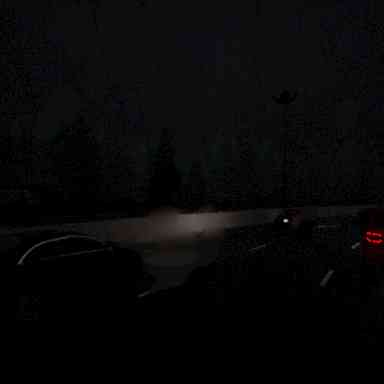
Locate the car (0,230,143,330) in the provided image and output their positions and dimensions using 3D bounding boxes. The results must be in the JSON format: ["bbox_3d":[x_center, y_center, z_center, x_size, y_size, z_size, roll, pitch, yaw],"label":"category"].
[{"bbox_3d":[-2.955,1.583,7.246,2.128,1.511,4.902,0,-1,26],"label":"car"}]

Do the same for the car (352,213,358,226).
[{"bbox_3d":[14.227,1.981,26.246,1.994,1.385,4.181,-1,-1,42],"label":"car"}]

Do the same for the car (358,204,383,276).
[{"bbox_3d":[6.713,1.392,10.456,2.150,2.045,5.566,0,-1,31],"label":"car"}]

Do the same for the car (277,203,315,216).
[{"bbox_3d":[12.529,2.056,39.860,5.357,1.411,2.033,1,-1,-43],"label":"car"}]

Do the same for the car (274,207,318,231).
[{"bbox_3d":[7.465,1.920,23.676,1.994,1.385,4.181,0,-1,38],"label":"car"}]
